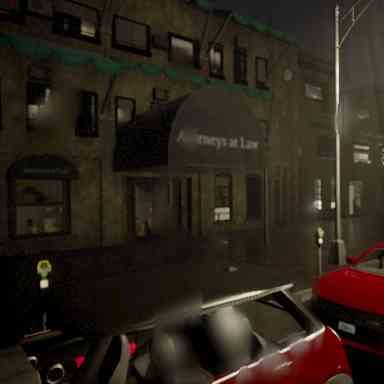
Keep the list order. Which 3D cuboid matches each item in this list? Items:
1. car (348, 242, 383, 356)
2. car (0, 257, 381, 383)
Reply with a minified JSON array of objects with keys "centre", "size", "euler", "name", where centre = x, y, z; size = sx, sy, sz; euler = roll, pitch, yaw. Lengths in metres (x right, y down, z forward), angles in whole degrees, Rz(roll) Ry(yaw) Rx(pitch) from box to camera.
[{"centre":[3.841,1.515,5.667],"size":[4.507,1.381,1.887],"euler":[0,0,-36],"name":"car"},{"centre":[-0.657,1.436,2.418],"size":[4.097,1.590,1.967],"euler":[0,0,-36],"name":"car"}]
